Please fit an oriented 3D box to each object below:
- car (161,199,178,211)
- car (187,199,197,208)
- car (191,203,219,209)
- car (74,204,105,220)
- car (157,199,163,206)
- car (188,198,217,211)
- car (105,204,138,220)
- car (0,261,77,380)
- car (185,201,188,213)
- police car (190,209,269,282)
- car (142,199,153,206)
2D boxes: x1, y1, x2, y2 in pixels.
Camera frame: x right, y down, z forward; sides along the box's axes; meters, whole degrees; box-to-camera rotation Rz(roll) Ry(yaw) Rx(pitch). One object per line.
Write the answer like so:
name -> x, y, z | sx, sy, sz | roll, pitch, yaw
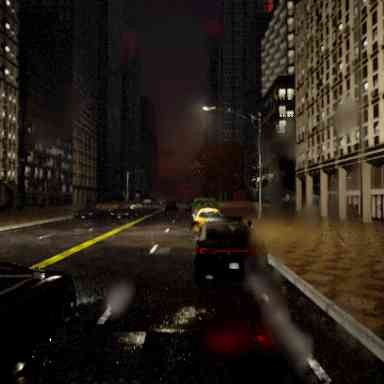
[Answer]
car -> -3.076, 2.107, 49.559 | 2.033, 1.411, 5.357 | 0, -1, -3
car -> 0.065, 2.192, 63.188 | 1.882, 1.535, 5.008 | 0, -1, 0
car -> 0.995, 1.687, 20.398 | 1.801, 1.575, 5.366 | 0, -1, 0
car -> -9.816, 1.916, 32.632 | 2.033, 1.411, 5.357 | 0, -1, 0
car -> -6.426, 2.316, 72.543 | 2.128, 1.511, 4.902 | 0, -1, 0
car -> 1.001, 1.522, 26.241 | 2.150, 2.045, 5.566 | 0, -1, 0
car -> -6.563, 1.916, 32.640 | 2.033, 1.411, 5.357 | 0, -1, 0
car -> -3.145, 1.616, 4.552 | 1.994, 1.385, 4.181 | 0, -1, 0
car -> 0.048, 2.116, 45.557 | 1.895, 1.301, 4.718 | 0, -1, 1
police car -> 0.985, 1.543, 10.317 | 1.930, 1.638, 5.238 | 0, -1, 0
car -> -9.676, 2.330, 72.546 | 2.033, 1.411, 5.357 | 0, -1, 0
